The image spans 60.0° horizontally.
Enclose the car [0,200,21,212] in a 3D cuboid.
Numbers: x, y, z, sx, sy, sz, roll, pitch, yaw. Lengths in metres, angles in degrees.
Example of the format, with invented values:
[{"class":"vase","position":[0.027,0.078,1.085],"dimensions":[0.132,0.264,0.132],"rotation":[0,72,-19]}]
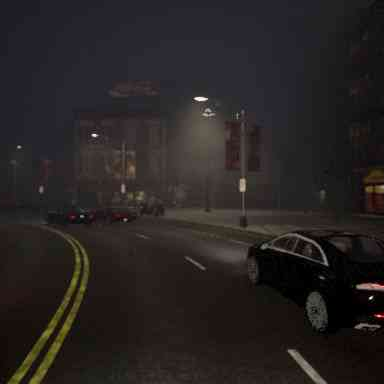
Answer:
[{"class":"car","position":[-23.087,1.764,42.208],"dimensions":[4.674,1.452,2.002],"rotation":[0,0,23]}]

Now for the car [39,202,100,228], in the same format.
[{"class":"car","position":[-8.842,1.681,23.728],"dimensions":[2.033,1.411,5.357],"rotation":[0,0,-40]}]

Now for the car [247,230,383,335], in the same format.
[{"class":"car","position":[2.643,1.526,6.858],"dimensions":[2.128,1.511,4.902],"rotation":[0,0,-10]}]

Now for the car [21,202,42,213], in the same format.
[{"class":"car","position":[-17.924,1.821,39.720],"dimensions":[4.718,1.301,1.895],"rotation":[0,0,33]}]

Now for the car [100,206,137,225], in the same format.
[{"class":"car","position":[-6.265,1.744,25.909],"dimensions":[1.895,1.301,4.718],"rotation":[0,0,-39]}]
